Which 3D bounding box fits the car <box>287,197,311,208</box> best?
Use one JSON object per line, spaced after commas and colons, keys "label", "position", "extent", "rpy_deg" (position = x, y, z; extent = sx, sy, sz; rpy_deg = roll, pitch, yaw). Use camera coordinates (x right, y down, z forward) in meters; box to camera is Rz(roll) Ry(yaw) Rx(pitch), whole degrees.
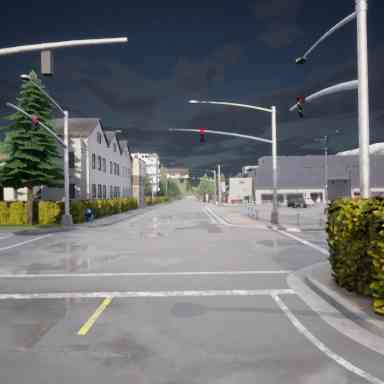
{"label": "car", "position": [15.444, 1.629, 49.105], "extent": [2.007, 1.523, 4.514], "rpy_deg": [-1, -1, 0]}

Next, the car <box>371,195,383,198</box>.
{"label": "car", "position": [19.128, 1.183, 31.236], "extent": [1.905, 1.878, 3.866], "rpy_deg": [-1, -1, 0]}

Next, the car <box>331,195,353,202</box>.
{"label": "car", "position": [25.508, 1.398, 56.498], "extent": [2.152, 1.636, 5.027], "rpy_deg": [-1, -1, 0]}

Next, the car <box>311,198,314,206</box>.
{"label": "car", "position": [19.093, 1.573, 56.161], "extent": [1.970, 1.475, 3.806], "rpy_deg": [-1, -1, 0]}
